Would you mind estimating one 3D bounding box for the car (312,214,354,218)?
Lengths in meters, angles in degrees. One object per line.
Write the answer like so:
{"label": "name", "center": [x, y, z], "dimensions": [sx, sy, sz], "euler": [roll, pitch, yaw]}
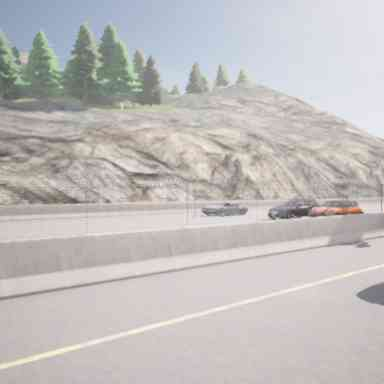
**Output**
{"label": "car", "center": [10.551, 1.360, 24.416], "dimensions": [4.553, 1.767, 2.097], "euler": [0, 0, -35]}
